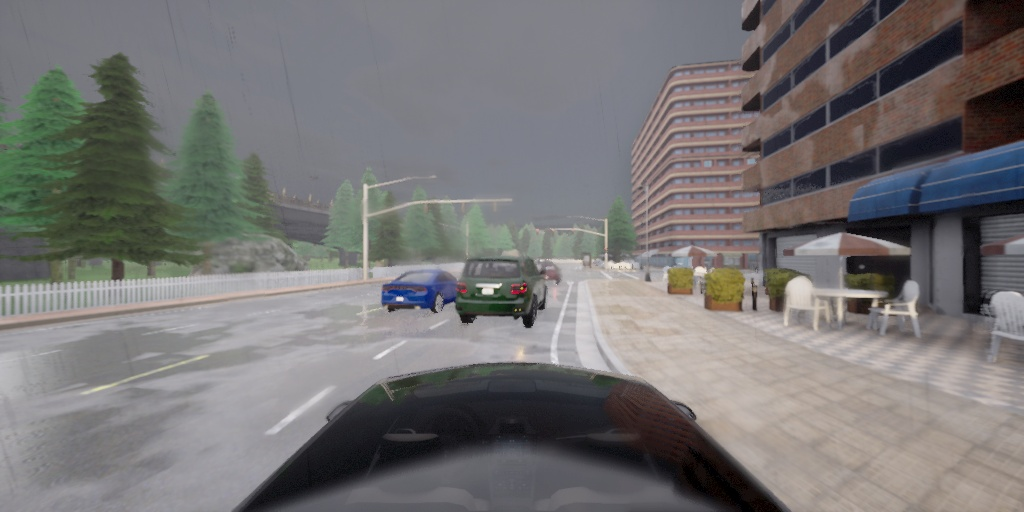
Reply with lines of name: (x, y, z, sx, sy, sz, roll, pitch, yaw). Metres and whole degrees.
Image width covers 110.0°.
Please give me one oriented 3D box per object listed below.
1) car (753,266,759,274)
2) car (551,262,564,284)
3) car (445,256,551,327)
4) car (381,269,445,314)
car: (31.952, 1.476, 43.490, 4.674, 1.442, 1.812, 0, 0, 11)
car: (2.905, 1.367, 28.060, 1.812, 1.442, 4.674, 0, 0, 11)
car: (-0.124, 1.011, 12.012, 2.150, 2.045, 5.566, 0, 0, 11)
car: (-3.239, 1.271, 14.297, 1.882, 1.535, 5.008, 0, 0, 11)
